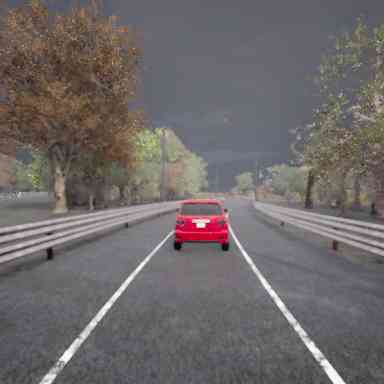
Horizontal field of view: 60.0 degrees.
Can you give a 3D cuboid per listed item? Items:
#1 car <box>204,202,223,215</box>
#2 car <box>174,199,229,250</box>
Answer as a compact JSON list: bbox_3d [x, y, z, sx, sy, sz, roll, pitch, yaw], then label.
[{"bbox_3d":[2.581,1.864,39.115,1.994,1.385,4.181,0,0,7],"label":"car"},{"bbox_3d":[0.467,1.332,15.037,2.150,2.045,5.566,0,0,3],"label":"car"}]
